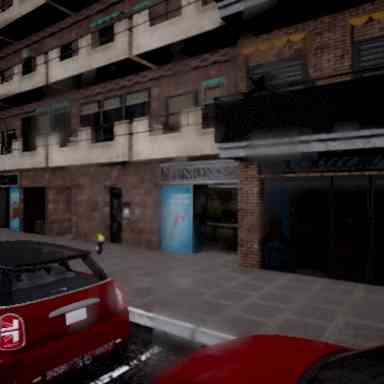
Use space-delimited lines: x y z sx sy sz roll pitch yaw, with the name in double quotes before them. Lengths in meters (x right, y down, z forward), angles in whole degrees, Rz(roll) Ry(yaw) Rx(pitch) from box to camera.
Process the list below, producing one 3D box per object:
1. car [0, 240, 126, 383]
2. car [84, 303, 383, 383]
"car" -2.904 1.448 4.944 4.097 1.590 1.967 0 0 35
"car" 1.679 1.544 1.675 4.507 1.381 1.887 0 0 35
